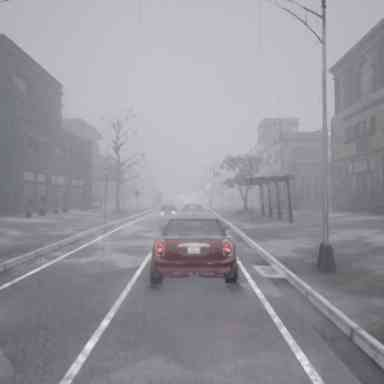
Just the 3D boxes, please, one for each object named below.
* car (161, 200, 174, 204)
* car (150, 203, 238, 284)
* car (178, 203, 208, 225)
[{"bbox_3d":[-3.102,1.823,44.494,1.812,1.442,4.674,0,-1,0],"label":"car"},{"bbox_3d":[0.058,1.367,9.794,2.097,1.767,4.553,0,0,0],"label":"car"},{"bbox_3d":[0.057,1.604,25.295,2.033,1.411,5.357,0,-1,0],"label":"car"}]
